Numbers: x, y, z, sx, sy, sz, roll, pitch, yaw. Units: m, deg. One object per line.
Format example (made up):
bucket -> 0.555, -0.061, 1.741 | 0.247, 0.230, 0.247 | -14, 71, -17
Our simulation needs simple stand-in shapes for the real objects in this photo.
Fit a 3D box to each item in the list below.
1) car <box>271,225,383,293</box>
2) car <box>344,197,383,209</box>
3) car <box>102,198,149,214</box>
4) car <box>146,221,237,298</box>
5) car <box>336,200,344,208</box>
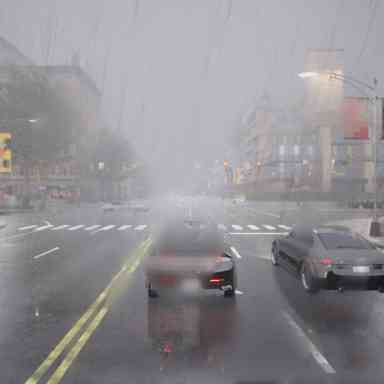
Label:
car -> 3.479, 1.564, 8.867 | 1.994, 1.385, 4.181 | 0, 0, 0
car -> 23.014, 1.478, 43.096 | 5.008, 1.535, 1.882 | 0, 0, 0
car -> -6.853, 1.601, 34.697 | 4.718, 1.301, 1.895 | 0, 0, 0
car -> -0.020, 1.492, 8.530 | 2.128, 1.511, 4.902 | 0, 0, 0
car -> 22.793, 1.492, 46.591 | 4.902, 1.511, 2.128 | 0, 0, 0
